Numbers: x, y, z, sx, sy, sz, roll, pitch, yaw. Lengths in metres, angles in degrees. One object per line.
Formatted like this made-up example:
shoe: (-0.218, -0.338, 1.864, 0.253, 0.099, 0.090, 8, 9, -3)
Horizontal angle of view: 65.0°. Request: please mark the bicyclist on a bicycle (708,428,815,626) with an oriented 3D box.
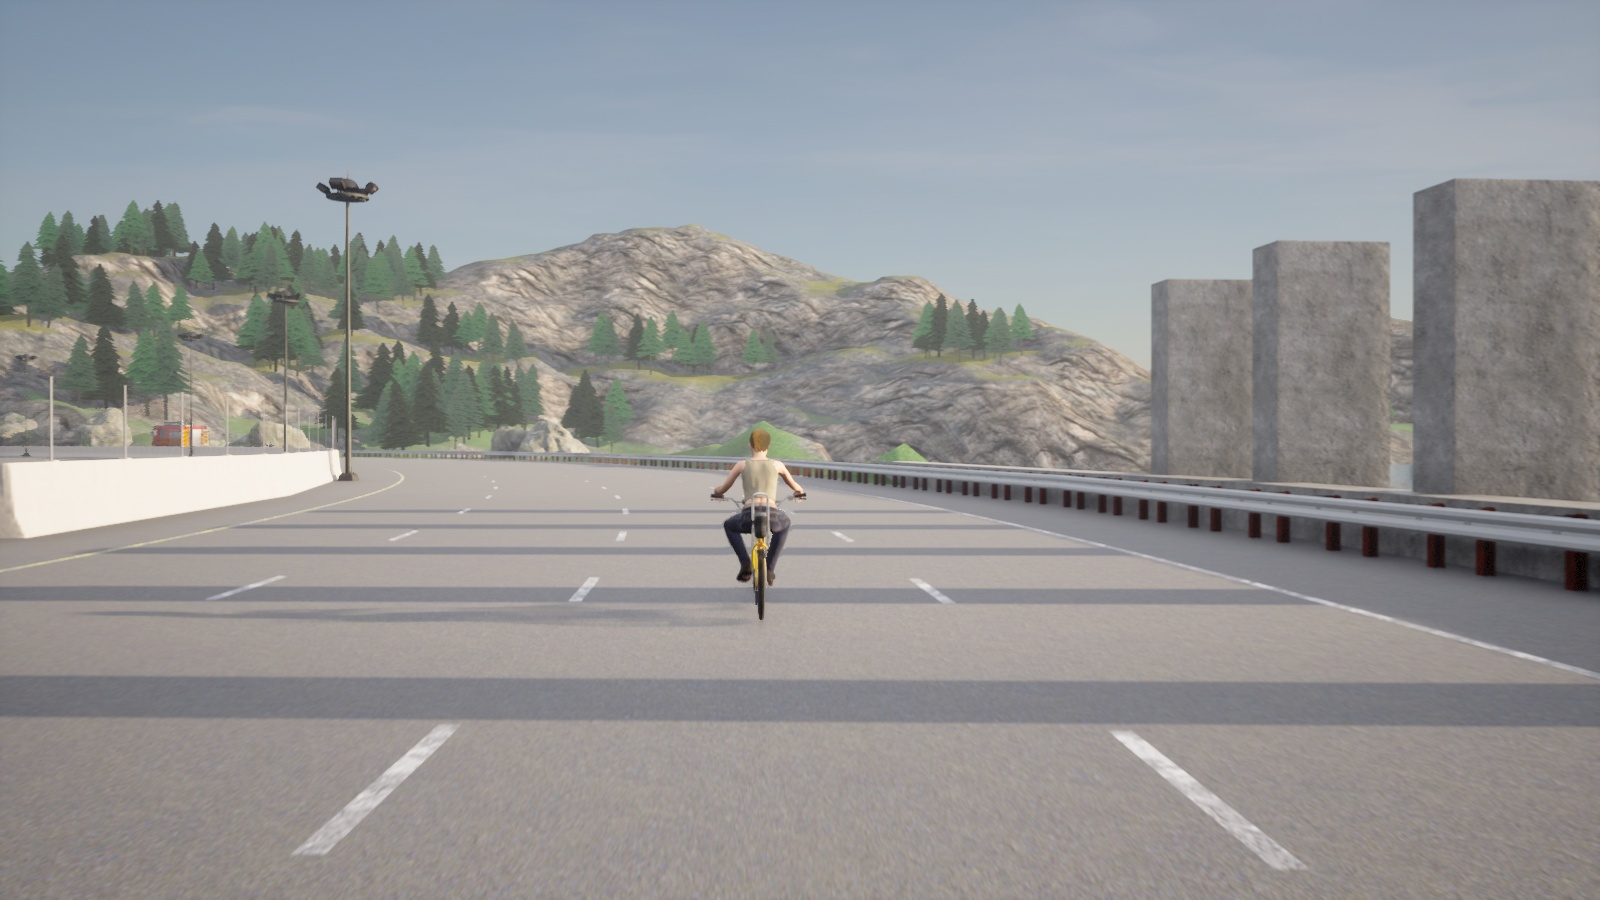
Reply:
bicyclist on a bicycle: (-0.353, 0.621, 10.993, 0.866, 1.612, 1.509, 0, 0, -3)
